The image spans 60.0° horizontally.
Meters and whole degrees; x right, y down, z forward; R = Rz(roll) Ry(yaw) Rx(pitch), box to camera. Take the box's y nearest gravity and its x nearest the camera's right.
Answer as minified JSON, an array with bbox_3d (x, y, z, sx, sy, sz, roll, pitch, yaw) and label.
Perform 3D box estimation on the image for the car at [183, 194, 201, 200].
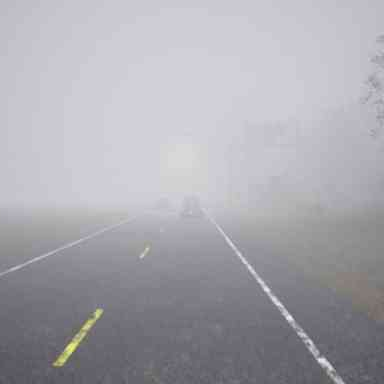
[{"bbox_3d":[-0.024,1.336,44.134,2.150,2.045,5.566,0,0,2],"label":"car"}]

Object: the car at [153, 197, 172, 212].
[{"bbox_3d":[-3.598,1.460,40.921,2.097,1.767,4.553,0,0,0],"label":"car"}]

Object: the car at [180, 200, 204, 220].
[{"bbox_3d":[-0.009,1.638,28.540,1.994,1.385,4.181,0,0,0],"label":"car"}]
